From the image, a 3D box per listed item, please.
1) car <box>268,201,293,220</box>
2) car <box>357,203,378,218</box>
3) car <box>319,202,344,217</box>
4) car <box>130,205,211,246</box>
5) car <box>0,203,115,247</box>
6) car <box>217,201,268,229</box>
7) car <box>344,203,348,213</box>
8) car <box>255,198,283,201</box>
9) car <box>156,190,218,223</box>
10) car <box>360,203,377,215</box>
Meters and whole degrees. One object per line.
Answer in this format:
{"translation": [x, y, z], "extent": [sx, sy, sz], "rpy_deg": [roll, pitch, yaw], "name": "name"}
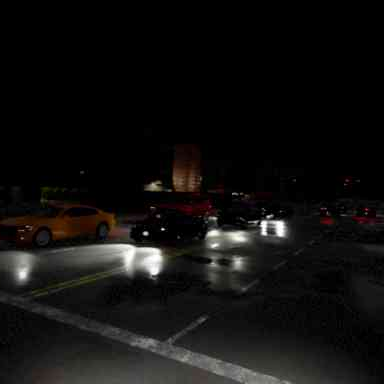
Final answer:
{"translation": [8.146, 1.814, 31.361], "extent": [1.895, 1.301, 4.718], "rpy_deg": [2, 0, 29], "name": "car"}
{"translation": [19.967, 2.116, 37.939], "extent": [2.128, 1.511, 4.902], "rpy_deg": [2, 0, 29], "name": "car"}
{"translation": [15.483, 1.970, 37.164], "extent": [1.837, 1.490, 4.892], "rpy_deg": [2, 0, 30], "name": "car"}
{"translation": [-0.887, 1.492, 14.976], "extent": [1.994, 1.385, 4.181], "rpy_deg": [2, 0, 29], "name": "car"}
{"translation": [-5.428, 1.244, 13.990], "extent": [1.882, 1.535, 5.008], "rpy_deg": [2, 0, 29], "name": "car"}
{"translation": [3.354, 1.540, 22.674], "extent": [1.882, 1.535, 5.008], "rpy_deg": [2, 0, 29], "name": "car"}
{"translation": [20.814, 2.180, 46.925], "extent": [2.033, 1.411, 5.357], "rpy_deg": [2, 0, 29], "name": "car"}
{"translation": [9.201, 1.792, 40.454], "extent": [1.994, 1.385, 4.181], "rpy_deg": [2, 0, 30], "name": "car"}
{"translation": [-0.623, 1.139, 22.686], "extent": [2.150, 2.045, 5.566], "rpy_deg": [2, 0, 29], "name": "car"}
{"translation": [25.004, 2.331, 47.095], "extent": [2.033, 1.411, 5.357], "rpy_deg": [2, 0, 29], "name": "car"}
